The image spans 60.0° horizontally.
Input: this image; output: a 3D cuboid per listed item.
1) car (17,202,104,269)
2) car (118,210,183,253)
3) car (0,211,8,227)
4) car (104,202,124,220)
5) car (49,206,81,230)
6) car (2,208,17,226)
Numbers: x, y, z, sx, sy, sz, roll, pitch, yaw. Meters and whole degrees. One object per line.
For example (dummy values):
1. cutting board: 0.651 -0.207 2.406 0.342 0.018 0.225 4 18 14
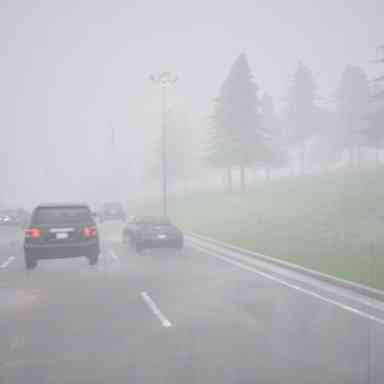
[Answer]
1. car: -4.652 1.364 12.102 2.150 2.045 5.566 0 0 -20
2. car: -1.853 1.697 14.645 1.994 1.385 4.181 0 0 -20
3. car: -8.280 1.667 11.838 2.128 1.511 4.902 0 -1 -20
4. car: -6.990 1.643 28.354 2.097 1.767 4.553 0 -1 -20
5. car: -9.550 1.841 25.158 2.033 1.411 5.357 0 0 -20
6. car: -12.827 1.865 23.930 2.033 1.411 5.357 0 0 -20
